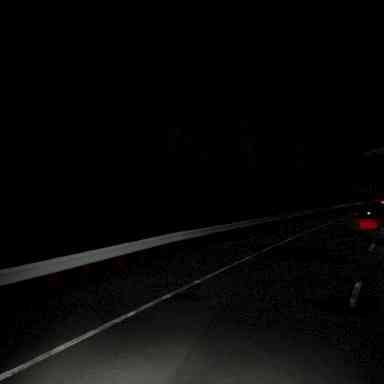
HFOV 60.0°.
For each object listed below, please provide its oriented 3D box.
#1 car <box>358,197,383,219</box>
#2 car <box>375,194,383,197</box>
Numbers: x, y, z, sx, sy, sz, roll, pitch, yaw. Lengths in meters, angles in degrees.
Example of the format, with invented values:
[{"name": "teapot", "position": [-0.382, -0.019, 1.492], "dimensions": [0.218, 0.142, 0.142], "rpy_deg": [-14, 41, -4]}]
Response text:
[{"name": "car", "position": [16.079, 1.505, 29.588], "dimensions": [1.837, 1.490, 4.892], "rpy_deg": [0, 0, 35]}, {"name": "car", "position": [22.143, 1.221, 38.119], "dimensions": [2.150, 2.045, 5.566], "rpy_deg": [0, 0, 36]}]
